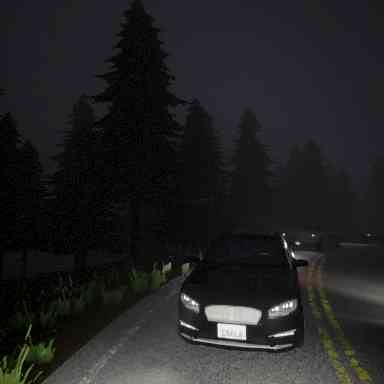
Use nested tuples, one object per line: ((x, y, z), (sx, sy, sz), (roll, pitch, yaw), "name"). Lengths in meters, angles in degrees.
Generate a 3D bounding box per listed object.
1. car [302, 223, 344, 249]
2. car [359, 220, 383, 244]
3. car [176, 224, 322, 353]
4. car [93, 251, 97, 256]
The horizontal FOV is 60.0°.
((6.467, 2.305, 17.646), (1.895, 1.301, 4.718), (-3, -6, 39), "car")
((15.779, 3.220, 26.426), (5.566, 2.045, 2.150), (8, -8, -28), "car")
((1.129, 1.561, 6.581), (2.128, 1.511, 4.902), (-1, -2, 15), "car")
((-20.298, 13.650, 72.940), (4.181, 1.381, 1.994), (-2, -5, 31), "car")
